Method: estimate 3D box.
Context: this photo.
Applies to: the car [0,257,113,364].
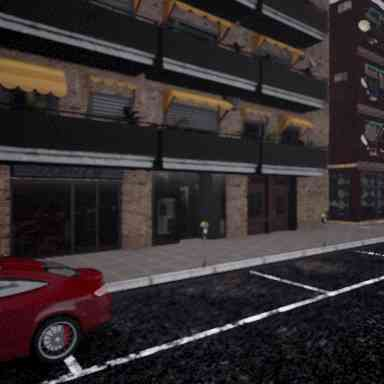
[{"bbox_3d":[-3.151,1.582,4.311,4.206,1.307,1.802,0,0,-36],"label":"car"}]
